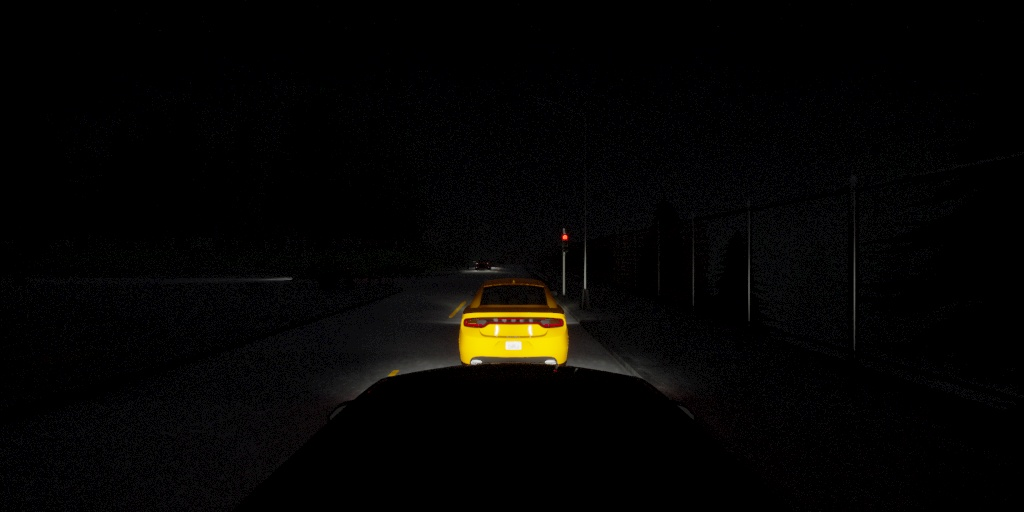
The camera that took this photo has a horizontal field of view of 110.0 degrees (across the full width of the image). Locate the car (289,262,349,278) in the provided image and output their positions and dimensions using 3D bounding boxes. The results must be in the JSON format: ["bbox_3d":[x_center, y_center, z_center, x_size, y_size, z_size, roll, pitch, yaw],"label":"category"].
[{"bbox_3d":[-16.684,1.255,31.087,4.892,1.490,1.837,0,0,1],"label":"car"}]

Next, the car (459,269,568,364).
[{"bbox_3d":[0.043,1.228,7.991,1.882,1.535,5.008,0,0,0],"label":"car"}]

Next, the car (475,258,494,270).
[{"bbox_3d":[-4.123,1.102,51.959,2.097,1.767,4.553,0,0,0],"label":"car"}]
